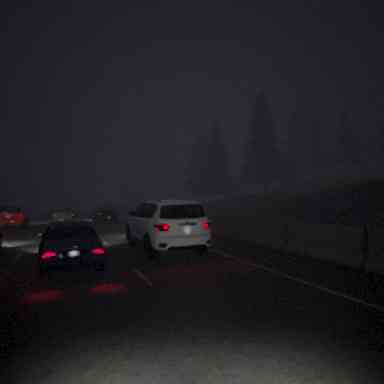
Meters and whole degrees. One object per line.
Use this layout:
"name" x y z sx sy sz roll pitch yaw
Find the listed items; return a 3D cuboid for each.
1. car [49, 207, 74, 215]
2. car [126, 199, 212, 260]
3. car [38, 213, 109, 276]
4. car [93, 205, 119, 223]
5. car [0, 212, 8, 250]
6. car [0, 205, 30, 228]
"car" -10.752 1.941 27.503 1.812 1.442 4.674 -1 -1 -22
"car" -1.138 1.306 13.234 2.150 2.045 5.566 -1 0 -22
"car" -3.969 1.664 10.901 2.033 1.411 5.357 -1 0 -22
"car" -7.516 1.893 28.836 1.812 1.442 4.674 -1 -1 -22
"car" -8.275 1.729 12.245 1.812 1.442 4.674 -1 0 -22
"car" -13.662 1.798 25.350 2.097 1.767 4.553 -1 -1 -22
